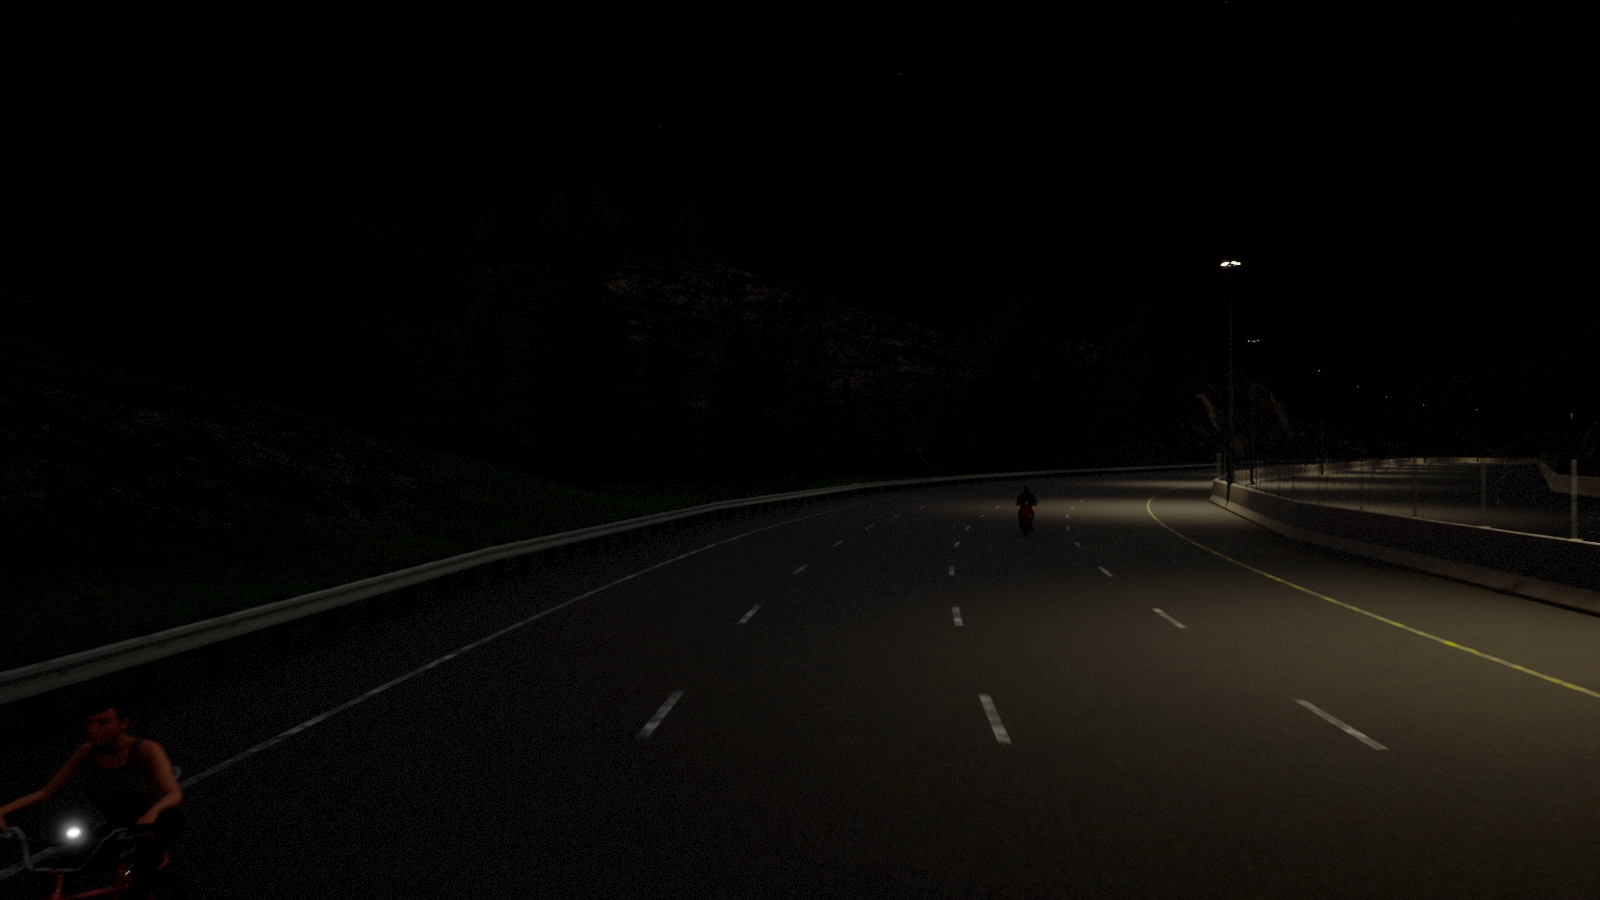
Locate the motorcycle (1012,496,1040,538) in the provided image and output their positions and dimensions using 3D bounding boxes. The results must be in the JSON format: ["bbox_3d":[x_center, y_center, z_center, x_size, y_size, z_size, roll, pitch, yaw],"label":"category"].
[{"bbox_3d":[7.363,2.170,37.230,0.856,1.236,1.805,1,0,12],"label":"motorcycle"}]

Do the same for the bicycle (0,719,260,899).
[{"bbox_3d":[-3.434,2.141,5.568,0.859,1.295,1.487,0,0,2],"label":"bicycle"}]
